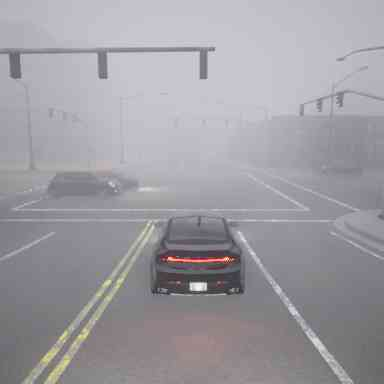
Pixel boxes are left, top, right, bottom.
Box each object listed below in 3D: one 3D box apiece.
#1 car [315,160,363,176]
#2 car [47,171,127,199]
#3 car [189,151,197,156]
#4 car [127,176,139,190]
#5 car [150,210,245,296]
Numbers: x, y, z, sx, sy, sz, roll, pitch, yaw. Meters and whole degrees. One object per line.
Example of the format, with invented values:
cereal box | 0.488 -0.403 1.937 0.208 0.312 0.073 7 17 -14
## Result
car | 15.662 -2.657 35.558 4.553 1.767 2.097 0 8 0
car | -6.879 -0.590 21.648 4.553 1.767 2.097 0 8 0
car | 0.271 -10.313 88.646 2.033 1.411 5.357 0 8 0
car | -6.179 -0.891 25.135 4.181 1.385 1.994 0 8 0
car | 0.114 1.200 8.071 1.837 1.490 4.892 0 4 0
